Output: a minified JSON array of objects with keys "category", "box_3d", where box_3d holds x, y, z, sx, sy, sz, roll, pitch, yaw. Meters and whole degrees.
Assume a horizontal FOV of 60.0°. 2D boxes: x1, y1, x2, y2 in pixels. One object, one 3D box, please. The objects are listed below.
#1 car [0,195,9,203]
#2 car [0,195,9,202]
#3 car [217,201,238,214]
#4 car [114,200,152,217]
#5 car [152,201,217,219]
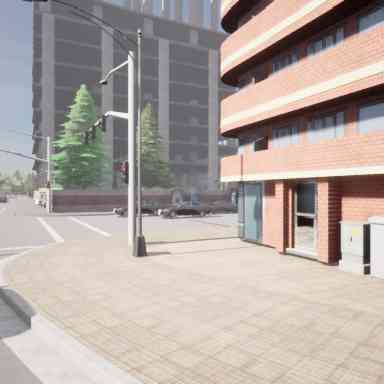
[{"category":"car","box_3d":[-37.931,1.595,66.052,1.895,1.301,4.718,0,0,-27]},{"category":"car","box_3d":[-42.448,1.500,74.912,1.837,1.490,4.892,0,0,-27]},{"category":"car","box_3d":[3.022,1.619,35.572,4.181,1.385,1.994,0,0,-27]},{"category":"car","box_3d":[-4.945,1.547,31.578,4.902,1.511,2.128,0,0,-27]},{"category":"car","box_3d":[-0.641,1.547,29.819,4.902,1.511,2.128,0,0,-27]}]
